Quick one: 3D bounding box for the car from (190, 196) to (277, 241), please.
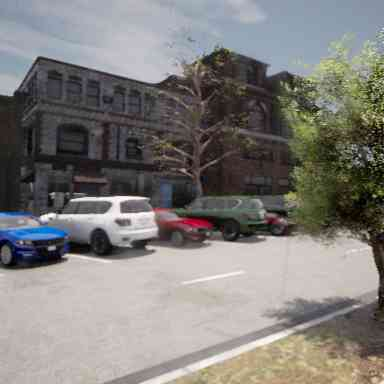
[{"bbox_3d":[1.026,1.227,16.734,5.566,2.045,2.435,-1,-1,35],"label":"car"}]

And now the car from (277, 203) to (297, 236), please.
[{"bbox_3d":[3.529,1.512,18.447,4.792,1.488,2.163,-1,-1,35],"label":"car"}]

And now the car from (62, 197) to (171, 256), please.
[{"bbox_3d":[-3.871,1.218,13.253,5.566,2.045,2.435,-1,-1,35],"label":"car"}]

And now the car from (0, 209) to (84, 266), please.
[{"bbox_3d":[-6.296,1.464,11.499,5.008,1.535,2.097,-1,-1,35],"label":"car"}]

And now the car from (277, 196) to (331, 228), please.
[{"bbox_3d":[5.978,1.236,20.194,5.566,2.045,2.435,-1,-1,35],"label":"car"}]

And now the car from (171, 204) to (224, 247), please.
[{"bbox_3d":[-1.397,1.474,14.982,5.008,1.535,2.097,-1,-1,35],"label":"car"}]
